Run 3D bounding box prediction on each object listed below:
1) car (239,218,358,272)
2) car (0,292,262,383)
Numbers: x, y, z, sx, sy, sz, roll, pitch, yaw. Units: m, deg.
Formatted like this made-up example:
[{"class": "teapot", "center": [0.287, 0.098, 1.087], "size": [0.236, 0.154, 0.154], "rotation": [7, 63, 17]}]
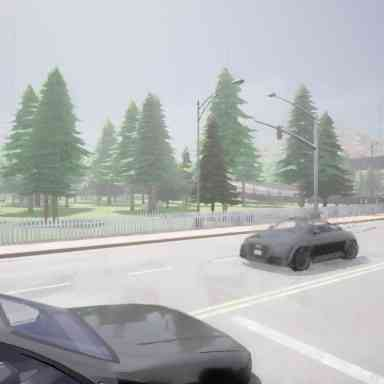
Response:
[{"class": "car", "center": [3.538, 1.564, 10.806], "size": [4.181, 1.385, 1.994], "rotation": [0, 0, -35]}, {"class": "car", "center": [-1.951, 1.547, 2.374], "size": [5.357, 1.411, 2.033], "rotation": [0, 0, -36]}]
